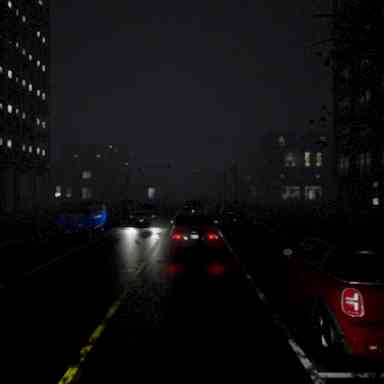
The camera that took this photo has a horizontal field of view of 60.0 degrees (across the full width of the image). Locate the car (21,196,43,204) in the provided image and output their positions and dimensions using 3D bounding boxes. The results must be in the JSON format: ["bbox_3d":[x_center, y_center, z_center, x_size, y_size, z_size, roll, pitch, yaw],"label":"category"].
[{"bbox_3d":[-25.425,1.331,52.566,4.403,1.369,2.008,0,0,1],"label":"car"}]

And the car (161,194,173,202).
[{"bbox_3d":[-5.704,1.454,72.564,1.802,1.307,4.206,0,0,0],"label":"car"}]

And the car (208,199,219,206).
[{"bbox_3d":[2.687,1.494,28.778,1.887,1.381,4.507,0,0,0],"label":"car"}]

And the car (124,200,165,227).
[{"bbox_3d":[-3.104,1.486,22.770,1.812,1.442,4.674,0,0,0],"label":"car"}]

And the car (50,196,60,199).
[{"bbox_3d":[-25.465,1.335,60.948,4.829,1.417,1.752,0,0,1],"label":"car"}]

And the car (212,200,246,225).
[{"bbox_3d":[2.689,1.510,23.087,2.008,1.369,4.403,0,0,0],"label":"car"}]

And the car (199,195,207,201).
[{"bbox_3d":[2.674,1.435,83.595,1.802,1.307,4.206,0,0,0],"label":"car"}]

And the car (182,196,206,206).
[{"bbox_3d":[0.088,1.449,31.594,1.837,1.490,4.892,0,0,0],"label":"car"}]

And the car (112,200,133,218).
[{"bbox_3d":[-5.692,1.389,28.793,1.967,1.590,4.097,0,0,0],"label":"car"}]

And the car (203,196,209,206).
[{"bbox_3d":[2.685,1.480,40.163,2.008,1.369,4.403,0,0,0],"label":"car"}]

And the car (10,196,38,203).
[{"bbox_3d":[-30.832,1.369,61.029,4.206,1.307,1.802,0,0,1],"label":"car"}]

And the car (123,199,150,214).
[{"bbox_3d":[-5.695,1.490,34.486,2.008,1.369,4.403,0,0,0],"label":"car"}]

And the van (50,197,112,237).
[{"bbox_3d":[-5.690,1.311,17.409,1.690,1.788,3.998,0,0,0],"label":"van"}]

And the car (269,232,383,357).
[{"bbox_3d":[2.693,1.430,6.011,1.967,1.590,4.097,0,0,0],"label":"car"}]

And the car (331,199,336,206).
[{"bbox_3d":[23.634,1.588,51.787,4.206,1.307,1.802,0,0,1],"label":"car"}]

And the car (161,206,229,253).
[{"bbox_3d":[0.092,1.524,13.466,2.033,1.411,5.357,0,0,0],"label":"car"}]

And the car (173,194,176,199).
[{"bbox_3d":[-5.706,1.404,83.607,2.008,1.369,4.403,0,0,0],"label":"car"}]

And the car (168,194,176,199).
[{"bbox_3d":[-5.708,1.276,94.651,1.967,1.590,4.097,0,0,0],"label":"car"}]
